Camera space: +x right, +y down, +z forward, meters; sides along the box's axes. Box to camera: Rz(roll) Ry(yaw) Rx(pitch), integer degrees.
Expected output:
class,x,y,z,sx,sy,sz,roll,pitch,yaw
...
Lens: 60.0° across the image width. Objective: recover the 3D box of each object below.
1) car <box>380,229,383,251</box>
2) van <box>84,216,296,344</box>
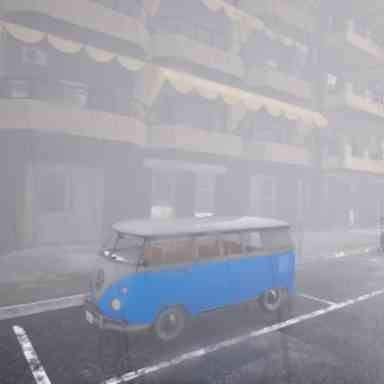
class,x,y,z,sx,sy,sz,roll,pitch,yaw
car,9.199,1.471,12.617,5.009,1.841,2.192,1,1,-35
van,0.189,1.379,6.202,3.998,1.788,1.690,1,1,-35
